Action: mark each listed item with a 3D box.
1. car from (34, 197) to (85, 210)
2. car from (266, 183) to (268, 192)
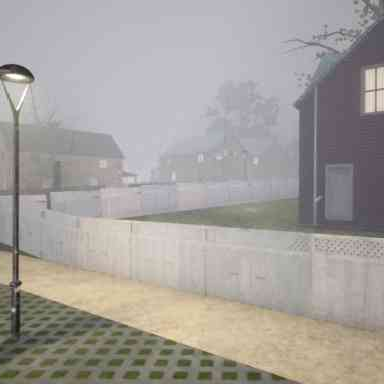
[{"bbox_3d":[-9.156,0.722,23.339,4.718,1.301,1.895,-4,3,-40],"label":"car"},{"bbox_3d":[7.113,-0.467,36.969,4.718,1.301,1.895,-4,3,-40],"label":"car"}]
